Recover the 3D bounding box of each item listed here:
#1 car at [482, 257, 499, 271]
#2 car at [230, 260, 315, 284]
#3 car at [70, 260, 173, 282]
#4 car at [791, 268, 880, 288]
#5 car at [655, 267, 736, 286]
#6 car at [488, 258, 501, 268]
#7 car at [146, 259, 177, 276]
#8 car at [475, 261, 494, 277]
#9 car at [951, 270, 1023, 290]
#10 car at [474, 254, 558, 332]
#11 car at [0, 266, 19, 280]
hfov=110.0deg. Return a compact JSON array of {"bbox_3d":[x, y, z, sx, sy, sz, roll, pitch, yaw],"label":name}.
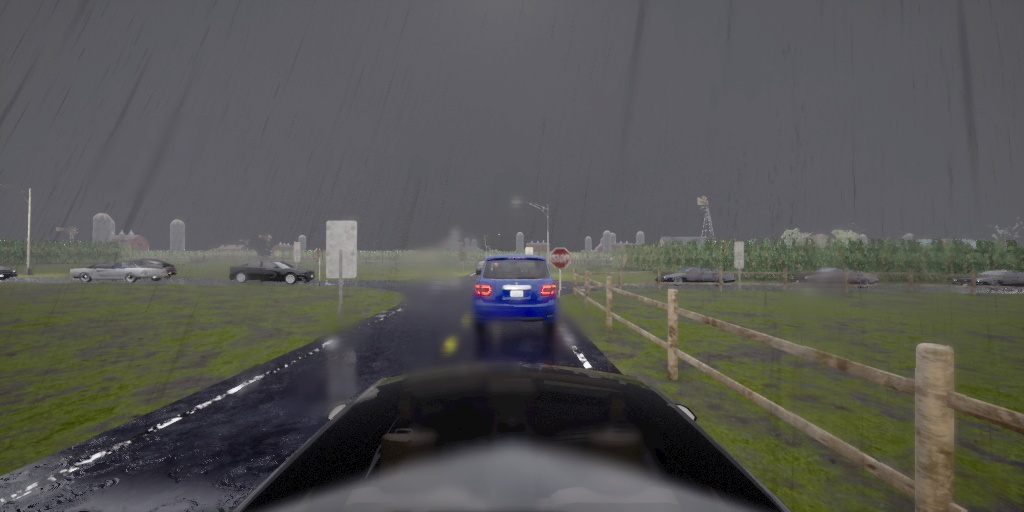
[{"bbox_3d":[-2.912,1.082,49.036,2.097,1.767,4.553,0,0,0],"label":"car"},{"bbox_3d":[-15.788,1.048,23.803,5.008,1.535,1.882,1,-1,-1],"label":"car"},{"bbox_3d":[-25.919,1.063,23.796,4.718,1.301,1.895,1,-1,0],"label":"car"},{"bbox_3d":[23.987,1.612,26.656,5.357,1.411,2.033,1,-1,0],"label":"car"},{"bbox_3d":[13.577,1.489,26.655,5.357,1.411,2.033,1,-1,-1],"label":"car"},{"bbox_3d":[-2.903,1.195,60.539,1.882,1.535,5.008,0,0,0],"label":"car"},{"bbox_3d":[-27.954,0.987,26.745,4.892,1.490,1.837,1,-1,0],"label":"car"},{"bbox_3d":[-2.745,1.246,36.921,1.837,1.490,4.892,0,0,-3],"label":"car"},{"bbox_3d":[36.301,1.760,26.622,5.357,1.411,2.033,1,-1,1],"label":"car"},{"bbox_3d":[0.060,0.973,11.048,2.150,2.045,5.566,0,0,-1],"label":"car"},{"bbox_3d":[-36.517,0.902,23.818,5.357,1.411,2.033,1,-1,0],"label":"car"}]
